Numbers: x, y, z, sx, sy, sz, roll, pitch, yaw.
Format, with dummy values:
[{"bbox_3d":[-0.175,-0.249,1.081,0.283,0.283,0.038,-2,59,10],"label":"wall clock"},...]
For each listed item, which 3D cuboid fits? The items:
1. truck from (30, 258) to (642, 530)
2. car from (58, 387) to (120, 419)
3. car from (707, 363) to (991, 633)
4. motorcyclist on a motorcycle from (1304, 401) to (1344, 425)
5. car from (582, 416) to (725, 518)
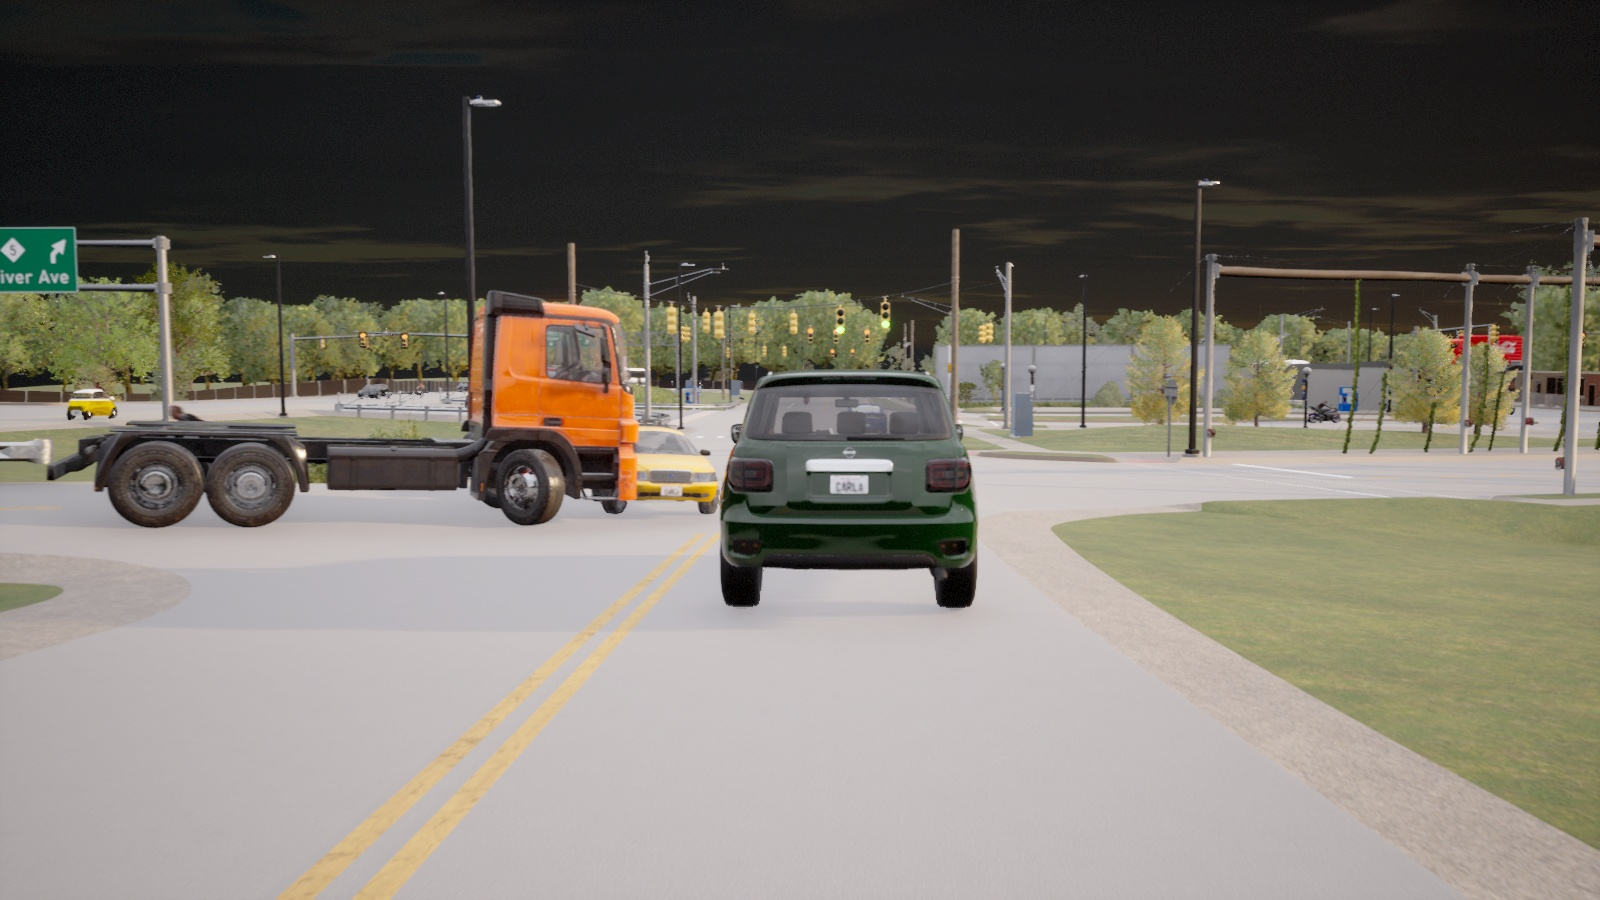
[{"bbox_3d":[-6.678,-0.722,18.856,7.936,3.462,2.891,1,3,-23],"label":"truck"},{"bbox_3d":[-31.896,-2.108,56.382,1.481,1.376,2.207,0,4,1],"label":"car"},{"bbox_3d":[0.450,0.306,12.301,2.150,2.045,5.566,0,1,2],"label":"car"},{"bbox_3d":[34.257,-2.414,82.132,2.191,1.530,0.866,-1,4,-3],"label":"motorcyclist on a motorcycle"},{"bbox_3d":[-2.772,0.214,22.611,1.801,1.575,5.366,2,1,-14],"label":"car"}]
